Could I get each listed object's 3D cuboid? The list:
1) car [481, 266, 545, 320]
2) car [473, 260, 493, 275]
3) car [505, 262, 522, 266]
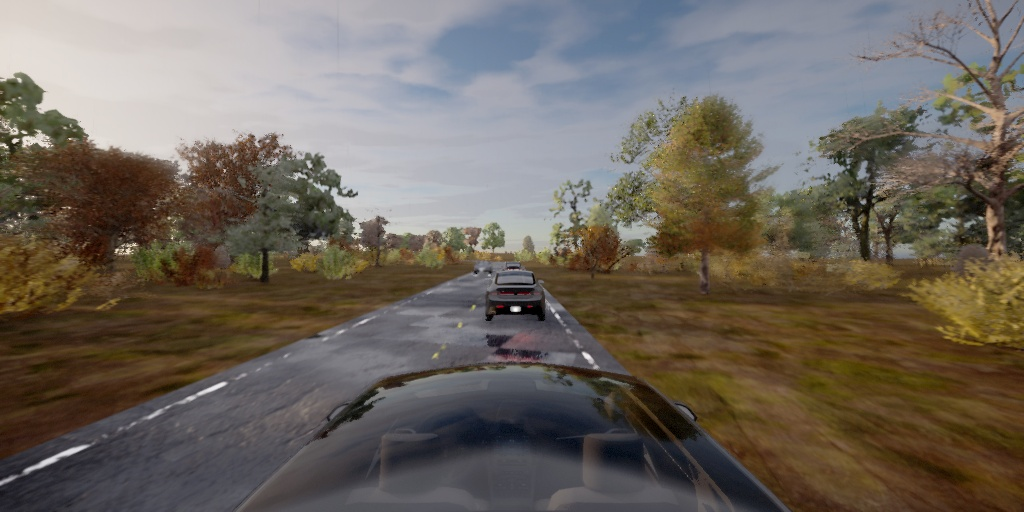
[{"bbox_3d":[0.099,1.253,12.561,1.837,1.490,4.892,0,0,0],"label":"car"},{"bbox_3d":[-3.094,1.243,39.147,2.128,1.511,4.902,0,0,0],"label":"car"},{"bbox_3d":[0.098,1.256,30.658,1.837,1.490,4.892,0,0,0],"label":"car"}]
